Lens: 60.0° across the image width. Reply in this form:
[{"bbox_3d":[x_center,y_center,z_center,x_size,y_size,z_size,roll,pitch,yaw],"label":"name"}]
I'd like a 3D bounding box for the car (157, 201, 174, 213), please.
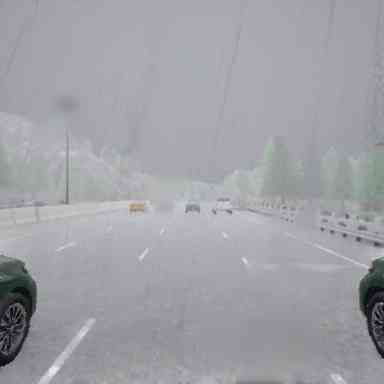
[{"bbox_3d":[-3.413,1.935,43.759,1.812,1.442,4.674,0,-1,-1],"label":"car"}]

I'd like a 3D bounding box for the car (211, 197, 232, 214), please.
[{"bbox_3d":[3.603,1.575,40.661,2.150,2.045,5.566,0,-1,0],"label":"car"}]

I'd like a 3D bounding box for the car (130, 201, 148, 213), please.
[{"bbox_3d":[-6.896,1.879,43.539,1.882,1.535,5.008,0,-1,0],"label":"car"}]

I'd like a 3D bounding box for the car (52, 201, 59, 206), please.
[{"bbox_3d":[-17.573,1.870,43.017,1.882,1.535,5.008,0,-1,0],"label":"car"}]

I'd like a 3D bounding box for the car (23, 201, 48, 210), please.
[{"bbox_3d":[-24.505,2.076,52.287,1.812,1.442,4.674,0,-1,0],"label":"car"}]

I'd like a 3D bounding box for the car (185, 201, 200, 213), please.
[{"bbox_3d":[0.098,1.929,43.632,1.812,1.442,4.674,0,-1,-1],"label":"car"}]

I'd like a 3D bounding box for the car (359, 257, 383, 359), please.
[{"bbox_3d":[3.600,1.218,2.666,2.150,2.045,5.566,0,0,0],"label":"car"}]

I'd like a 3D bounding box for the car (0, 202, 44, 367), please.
[{"bbox_3d":[-3.400,1.219,2.630,2.150,2.045,5.566,0,0,0],"label":"car"}]
